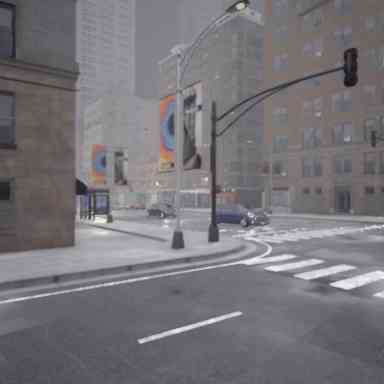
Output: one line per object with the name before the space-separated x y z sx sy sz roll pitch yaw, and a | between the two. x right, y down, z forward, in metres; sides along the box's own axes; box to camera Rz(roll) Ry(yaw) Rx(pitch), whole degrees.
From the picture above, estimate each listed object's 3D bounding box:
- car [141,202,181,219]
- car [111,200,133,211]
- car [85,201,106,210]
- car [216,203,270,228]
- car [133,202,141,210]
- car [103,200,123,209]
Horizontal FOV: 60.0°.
car | -3.001 1.882 33.639 1.837 1.490 4.892 0 -1 -35
car | -11.338 2.245 51.212 1.895 1.301 4.718 0 -1 -35
car | -17.305 2.329 59.578 2.033 1.411 5.357 0 -1 -35
car | 3.539 1.585 24.424 2.097 1.767 4.553 0 -1 -35
car | -8.846 2.224 53.274 1.994 1.385 4.181 0 -1 -35
car | -14.654 2.299 61.458 1.837 1.490 4.892 0 -1 -35
